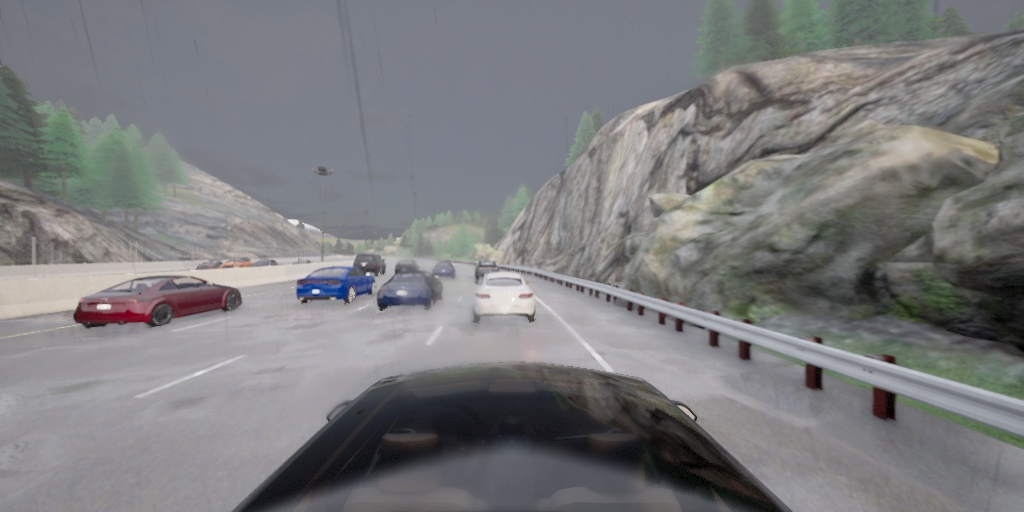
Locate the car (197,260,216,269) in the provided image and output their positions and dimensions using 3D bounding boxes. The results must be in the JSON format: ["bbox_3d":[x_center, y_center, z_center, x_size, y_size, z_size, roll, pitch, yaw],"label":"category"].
[{"bbox_3d":[-37.789,1.196,45.411,1.994,1.385,4.181,0,0,-15],"label":"car"}]

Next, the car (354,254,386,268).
[{"bbox_3d":[-13.475,0.855,34.089,2.150,2.045,5.566,0,0,-10],"label":"car"}]

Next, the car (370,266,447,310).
[{"bbox_3d":[-3.984,1.265,14.575,1.994,1.385,4.181,0,0,-4],"label":"car"}]

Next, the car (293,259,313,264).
[{"bbox_3d":[-27.314,1.130,46.897,1.812,1.442,4.674,0,0,-15],"label":"car"}]

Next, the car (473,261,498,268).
[{"bbox_3d":[-2.104,1.122,29.495,2.128,1.511,4.902,0,0,-8],"label":"car"}]

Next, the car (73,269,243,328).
[{"bbox_3d":[-10.789,1.293,11.388,1.994,1.385,4.181,0,0,-3],"label":"car"}]

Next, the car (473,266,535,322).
[{"bbox_3d":[-0.306,1.231,11.956,1.812,1.442,4.674,0,0,-3],"label":"car"}]

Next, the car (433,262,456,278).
[{"bbox_3d":[-6.027,1.192,31.872,1.994,1.385,4.181,0,0,-9],"label":"car"}]

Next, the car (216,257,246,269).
[{"bbox_3d":[-33.892,0.983,44.345,2.097,1.767,4.553,0,0,-15],"label":"car"}]

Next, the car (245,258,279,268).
[{"bbox_3d":[-30.139,1.131,43.839,1.837,1.490,4.892,0,0,-14],"label":"car"}]

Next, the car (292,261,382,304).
[{"bbox_3d":[-7.603,1.179,16.007,1.882,1.535,5.008,0,0,-4],"label":"car"}]

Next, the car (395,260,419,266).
[{"bbox_3d":[-10.003,1.102,34.413,1.882,1.535,5.008,0,0,-10],"label":"car"}]
